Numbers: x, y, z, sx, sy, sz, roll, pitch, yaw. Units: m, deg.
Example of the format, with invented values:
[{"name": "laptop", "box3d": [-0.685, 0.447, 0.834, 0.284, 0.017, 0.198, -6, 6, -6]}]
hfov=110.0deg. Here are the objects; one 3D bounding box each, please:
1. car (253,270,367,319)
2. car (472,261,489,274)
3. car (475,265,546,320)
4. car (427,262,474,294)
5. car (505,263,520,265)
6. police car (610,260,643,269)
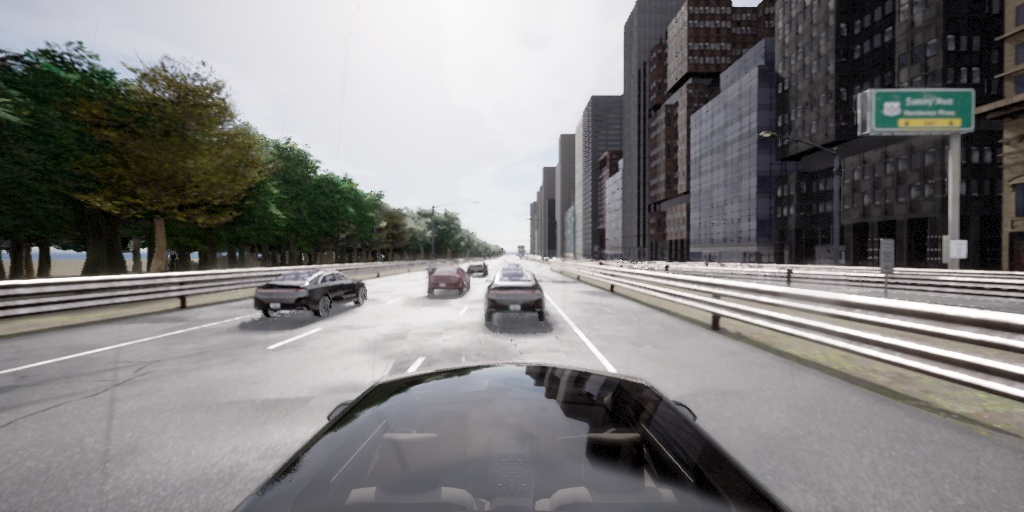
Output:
[{"name": "car", "box3d": [-6.909, 1.236, 12.888, 2.128, 1.511, 4.902, 0, 0, 0]}, {"name": "car", "box3d": [-3.427, 1.230, 36.734, 2.128, 1.511, 4.902, 0, 0, 0]}, {"name": "car", "box3d": [0.092, 1.234, 12.482, 2.128, 1.511, 4.902, 0, 0, 0]}, {"name": "car", "box3d": [-3.415, 1.266, 19.920, 1.812, 1.442, 4.674, 0, 0, 0]}, {"name": "car", "box3d": [0.080, 1.285, 30.879, 2.033, 1.411, 5.357, 0, 0, 0]}, {"name": "police car", "box3d": [13.612, 1.246, 43.180, 1.930, 1.638, 5.238, 0, 0, -17]}]
